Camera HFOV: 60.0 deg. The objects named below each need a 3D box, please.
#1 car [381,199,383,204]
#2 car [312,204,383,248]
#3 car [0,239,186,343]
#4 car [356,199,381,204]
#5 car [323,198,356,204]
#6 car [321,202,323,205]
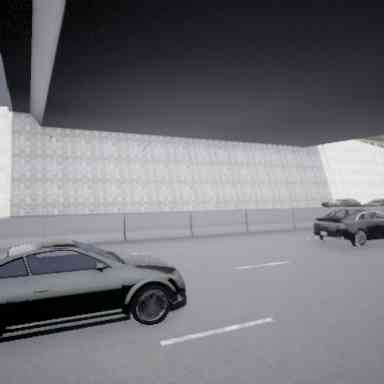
[{"bbox_3d":[22.116,1.435,33.981,5.008,1.535,1.882,0,0,-27],"label":"car"},{"bbox_3d":[7.557,1.474,14.699,4.902,1.511,2.128,0,0,-27],"label":"car"},{"bbox_3d":[-2.216,1.559,5.883,4.181,1.385,1.994,0,0,-27],"label":"car"},{"bbox_3d":[21.030,1.481,37.343,4.674,1.442,1.812,0,0,-27],"label":"car"},{"bbox_3d":[18.392,1.480,39.936,4.674,1.442,1.812,0,0,-27],"label":"car"},{"bbox_3d":[19.516,1.550,44.423,4.718,1.301,1.895,0,0,-27],"label":"car"}]
